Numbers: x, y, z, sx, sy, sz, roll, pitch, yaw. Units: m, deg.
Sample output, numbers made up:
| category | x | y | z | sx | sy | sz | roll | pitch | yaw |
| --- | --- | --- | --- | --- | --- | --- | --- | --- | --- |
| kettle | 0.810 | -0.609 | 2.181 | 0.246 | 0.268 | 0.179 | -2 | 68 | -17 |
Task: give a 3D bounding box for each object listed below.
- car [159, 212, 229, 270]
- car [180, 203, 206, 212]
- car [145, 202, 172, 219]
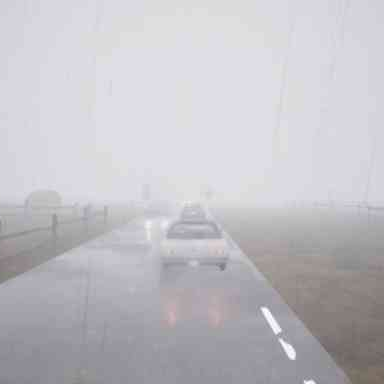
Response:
| category | x | y | z | sx | sy | sz | roll | pitch | yaw |
| --- | --- | --- | --- | --- | --- | --- | --- | --- | --- |
| car | 0.068 | 1.575 | 10.941 | 1.895 | 1.301 | 4.718 | 0 | 0 | 0 |
| car | 0.081 | 1.516 | 26.373 | 1.994 | 1.385 | 4.181 | 0 | 0 | 0 |
| car | -2.808 | 1.514 | 28.261 | 1.994 | 1.385 | 4.181 | 0 | 0 | 0 |
